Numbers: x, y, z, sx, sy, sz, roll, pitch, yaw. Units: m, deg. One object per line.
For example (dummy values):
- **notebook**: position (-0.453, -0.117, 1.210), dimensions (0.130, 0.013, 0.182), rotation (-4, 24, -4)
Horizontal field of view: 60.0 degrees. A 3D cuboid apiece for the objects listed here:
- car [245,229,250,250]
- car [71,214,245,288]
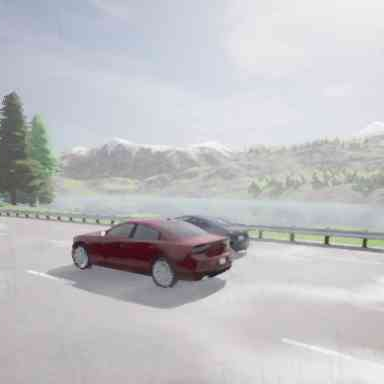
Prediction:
- **car**: position (0.049, 1.524, 12.556), dimensions (4.181, 1.385, 1.994), rotation (0, 0, 36)
- **car**: position (-1.294, 1.442, 9.216), dimensions (5.008, 1.535, 1.882), rotation (1, 0, 36)
